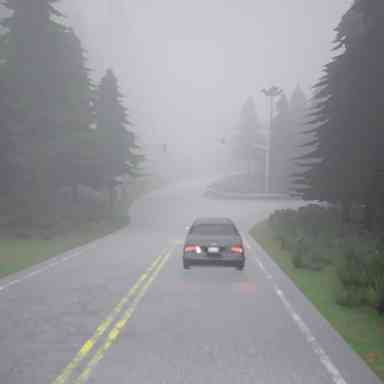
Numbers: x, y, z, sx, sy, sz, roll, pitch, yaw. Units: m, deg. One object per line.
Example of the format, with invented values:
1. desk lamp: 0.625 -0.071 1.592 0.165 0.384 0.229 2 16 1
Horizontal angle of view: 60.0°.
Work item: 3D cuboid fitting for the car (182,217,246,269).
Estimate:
1. car: 0.711 1.562 11.213 2.033 1.411 5.357 0 0 3
